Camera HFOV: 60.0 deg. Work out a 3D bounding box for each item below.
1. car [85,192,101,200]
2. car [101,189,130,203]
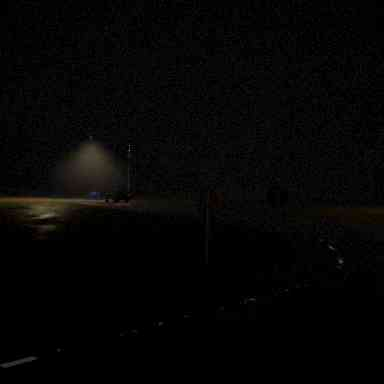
[{"bbox_3d":[-17.550,0.677,59.535,1.812,1.442,4.674,2,0,-35],"label":"car"},{"bbox_3d":[-11.518,0.573,51.074,2.150,2.045,5.566,2,0,-35],"label":"car"}]
